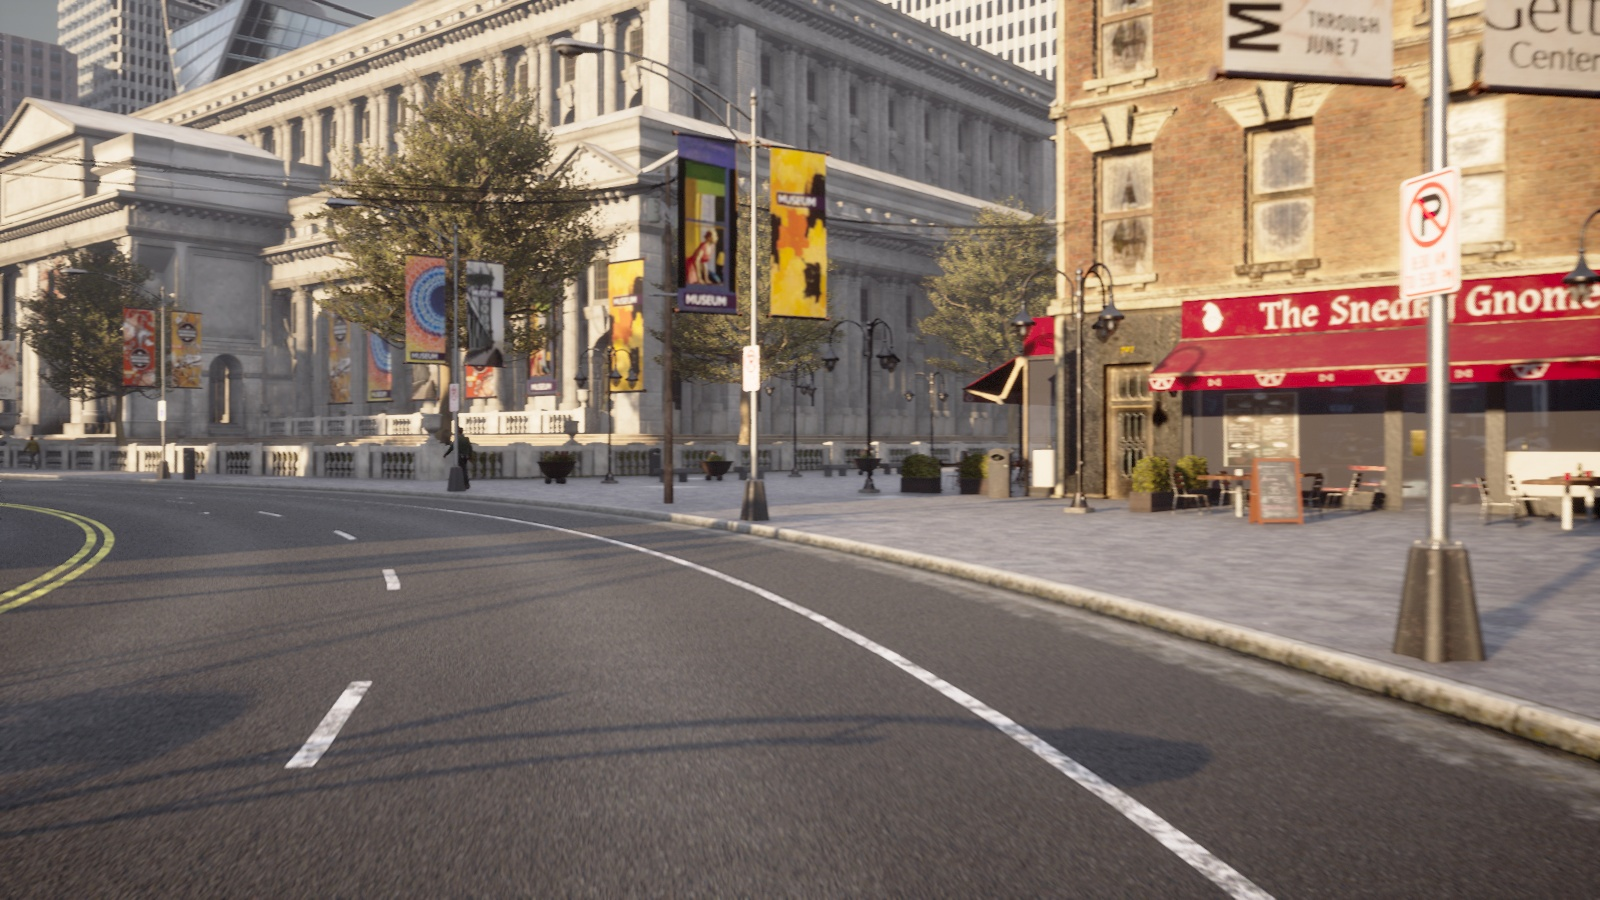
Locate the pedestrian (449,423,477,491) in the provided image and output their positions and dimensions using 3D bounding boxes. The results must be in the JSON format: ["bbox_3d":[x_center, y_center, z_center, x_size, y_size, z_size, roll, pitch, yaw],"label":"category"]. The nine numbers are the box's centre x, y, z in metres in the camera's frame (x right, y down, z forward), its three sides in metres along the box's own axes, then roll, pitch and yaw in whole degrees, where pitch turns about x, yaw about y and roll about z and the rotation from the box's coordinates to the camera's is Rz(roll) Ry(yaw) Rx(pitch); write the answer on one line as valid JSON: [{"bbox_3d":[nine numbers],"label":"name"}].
[{"bbox_3d":[-9.778,0.201,36.435,0.788,1.949,0.423,0,0,43],"label":"pedestrian"}]

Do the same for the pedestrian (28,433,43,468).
[{"bbox_3d":[-40.338,0.043,66.255,0.726,1.835,0.370,0,0,32],"label":"pedestrian"}]
